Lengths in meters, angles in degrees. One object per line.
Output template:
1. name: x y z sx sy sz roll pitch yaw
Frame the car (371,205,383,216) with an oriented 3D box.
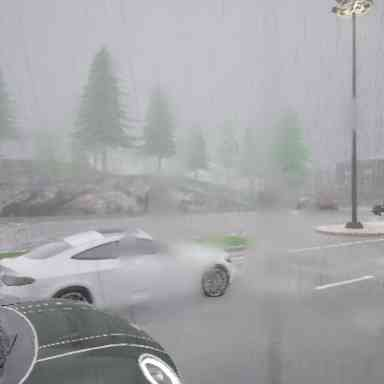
1. car: 16.092 1.227 25.725 4.718 1.301 1.895 -1 1 -28

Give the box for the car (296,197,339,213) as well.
1. car: 11.849 1.165 31.395 4.181 1.385 1.994 -1 1 -28

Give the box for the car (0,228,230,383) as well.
1. car: -2.204 1.349 1.959 4.553 1.767 2.097 -1 1 -36

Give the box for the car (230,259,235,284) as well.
1. car: -1.294 1.469 6.700 4.674 1.442 1.812 -1 1 -32
